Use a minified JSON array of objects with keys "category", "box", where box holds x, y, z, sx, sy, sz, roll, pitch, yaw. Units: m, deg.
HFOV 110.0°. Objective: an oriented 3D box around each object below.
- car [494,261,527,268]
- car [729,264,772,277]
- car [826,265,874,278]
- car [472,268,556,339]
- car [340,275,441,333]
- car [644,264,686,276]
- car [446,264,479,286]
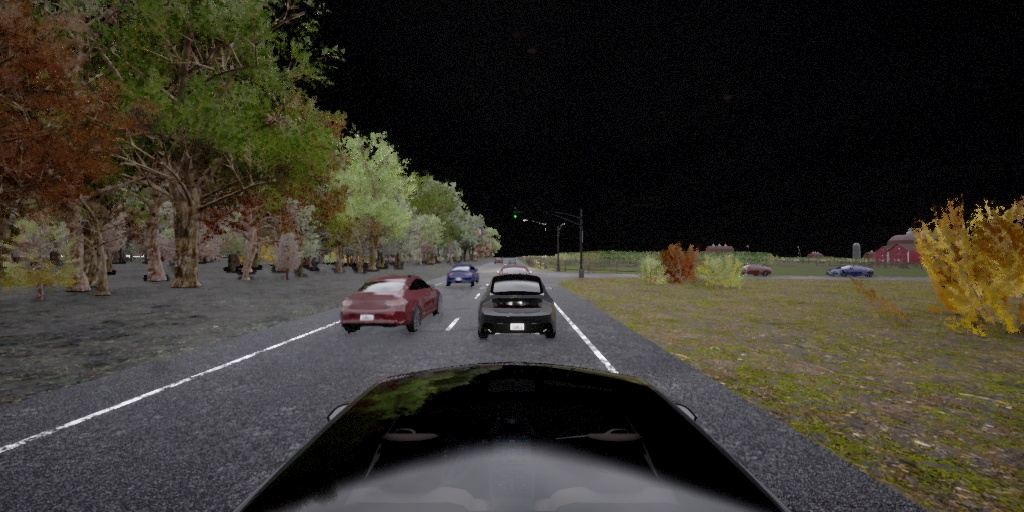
[{"category":"car","box":[0.131,1.232,20.104,1.882,1.535,5.008,0,0,0]},{"category":"car","box":[27.855,1.637,42.061,4.674,1.442,1.812,1,-1,0]},{"category":"car","box":[39.568,1.765,41.981,4.674,1.442,1.812,1,-1,0]},{"category":"car","box":[0.112,1.257,10.057,1.837,1.490,4.892,0,0,0]},{"category":"car","box":[-3.385,1.278,10.669,1.812,1.442,4.674,0,0,0]},{"category":"car","box":[18.057,1.496,42.140,4.902,1.511,2.128,1,-1,1]},{"category":"car","box":[-3.366,1.281,24.896,1.812,1.442,4.674,0,0,0]}]
